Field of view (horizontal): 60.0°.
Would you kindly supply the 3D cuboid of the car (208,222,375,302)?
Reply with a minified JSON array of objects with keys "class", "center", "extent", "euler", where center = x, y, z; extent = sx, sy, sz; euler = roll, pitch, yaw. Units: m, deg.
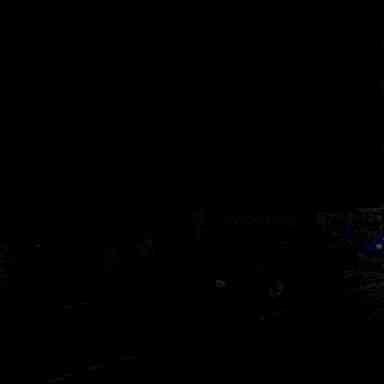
[{"class":"car","center":[2.406,1.592,8.299],"extent":[4.313,1.339,1.947],"euler":[1,0,-35]}]

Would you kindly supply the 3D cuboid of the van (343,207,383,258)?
[{"class":"van","center":[6.869,1.407,11.409],"extent":[3.998,1.788,1.690],"euler":[1,0,-35]}]
